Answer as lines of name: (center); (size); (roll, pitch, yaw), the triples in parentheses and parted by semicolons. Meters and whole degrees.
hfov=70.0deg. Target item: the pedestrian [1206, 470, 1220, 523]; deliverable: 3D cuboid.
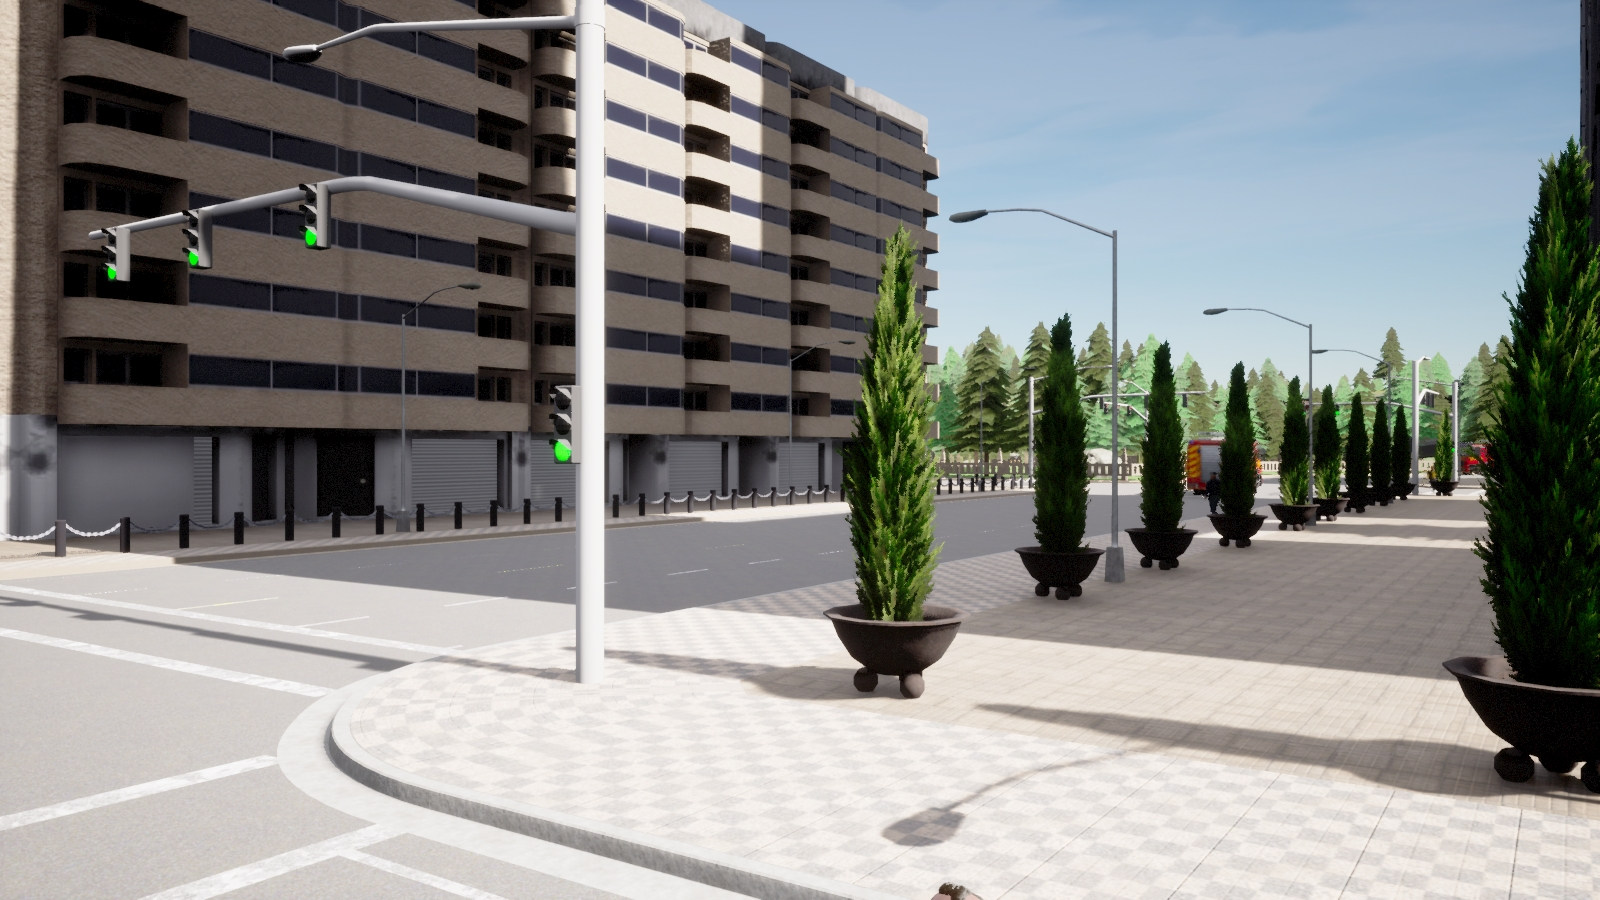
pedestrian: (14.622, 1.639, 40.432); (0.375, 1.860, 0.375); (0, 0, 39)

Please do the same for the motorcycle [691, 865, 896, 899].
motorcycle: (0.516, 2.205, 3.364); (2.209, 1.251, 0.867); (0, 0, 34)

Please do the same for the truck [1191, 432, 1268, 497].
truck: (27.049, 0.835, 71.656); (2.891, 3.827, 8.468); (0, 0, 32)
